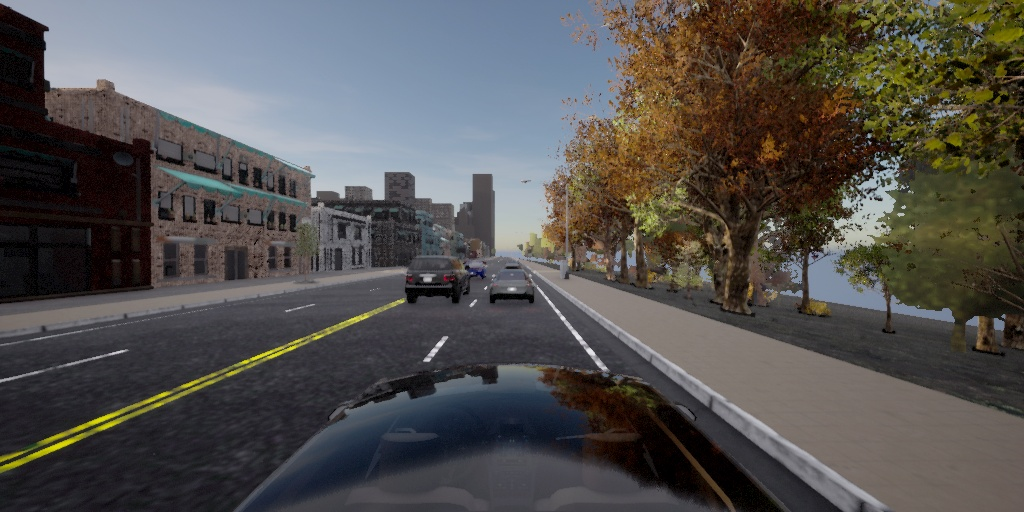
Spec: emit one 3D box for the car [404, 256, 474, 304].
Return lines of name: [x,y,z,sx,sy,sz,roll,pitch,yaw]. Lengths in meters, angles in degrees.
car: [-3.249,1.002,16.530,2.150,2.045,5.566,0,0,0]

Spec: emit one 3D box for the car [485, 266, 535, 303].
car: [0.000,1.317,16.501,1.994,1.385,4.181,0,0,0]

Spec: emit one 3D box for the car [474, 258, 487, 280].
car: [-3.250,1.227,31.502,1.882,1.535,5.008,0,0,0]

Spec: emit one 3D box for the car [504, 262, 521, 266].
car: [0.000,1.258,31.502,1.837,1.490,4.892,0,0,0]
